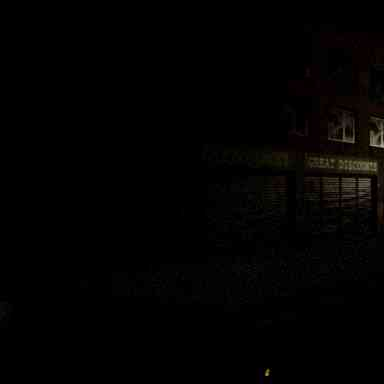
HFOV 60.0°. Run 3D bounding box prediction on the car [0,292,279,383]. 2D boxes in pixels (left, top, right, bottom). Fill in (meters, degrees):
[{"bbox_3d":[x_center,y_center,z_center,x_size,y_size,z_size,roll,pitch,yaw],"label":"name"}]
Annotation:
[{"bbox_3d":[-1.435,1.525,2.050,4.674,1.442,1.812,0,0,-35],"label":"car"}]
